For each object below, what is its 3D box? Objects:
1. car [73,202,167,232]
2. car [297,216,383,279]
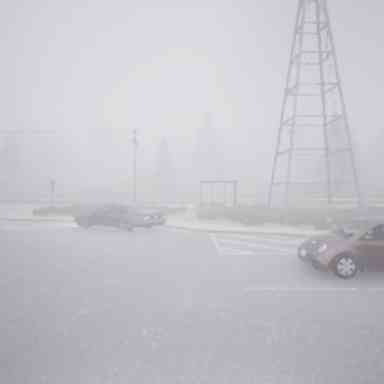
[{"bbox_3d":[-3.938,1.264,17.833,5.357,1.411,2.033,1,1,32],"label":"car"},{"bbox_3d":[4.889,1.379,8.840,3.905,1.438,1.784,0,1,0],"label":"car"}]
